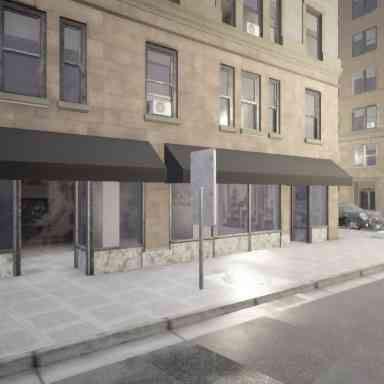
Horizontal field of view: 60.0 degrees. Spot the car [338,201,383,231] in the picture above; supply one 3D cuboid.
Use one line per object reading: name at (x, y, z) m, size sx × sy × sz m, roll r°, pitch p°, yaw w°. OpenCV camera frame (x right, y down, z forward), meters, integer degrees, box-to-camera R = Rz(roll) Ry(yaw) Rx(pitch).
car at (9.370, 1.382, 20.757) m, size 2.097 × 1.767 × 4.553 m, roll 0°, pitch 0°, yaw -32°
